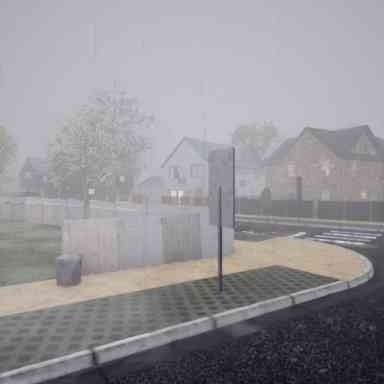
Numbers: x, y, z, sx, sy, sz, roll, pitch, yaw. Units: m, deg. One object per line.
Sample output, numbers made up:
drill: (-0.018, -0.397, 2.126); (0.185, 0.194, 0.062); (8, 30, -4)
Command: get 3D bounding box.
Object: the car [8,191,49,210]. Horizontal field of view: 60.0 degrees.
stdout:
car: (-17.009, 0.924, 34.441); (5.566, 2.045, 2.150); (0, 0, 39)
